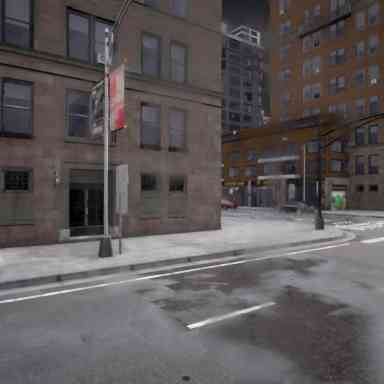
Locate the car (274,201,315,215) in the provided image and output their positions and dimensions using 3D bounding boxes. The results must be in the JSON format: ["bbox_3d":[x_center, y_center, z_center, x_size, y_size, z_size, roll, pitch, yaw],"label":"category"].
[{"bbox_3d":[10.520,1.580,34.251,1.947,1.339,4.313,0,0,-35],"label":"car"}]

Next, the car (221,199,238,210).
[{"bbox_3d":[4.164,1.594,43.257,1.802,1.307,4.206,0,0,-35],"label":"car"}]
